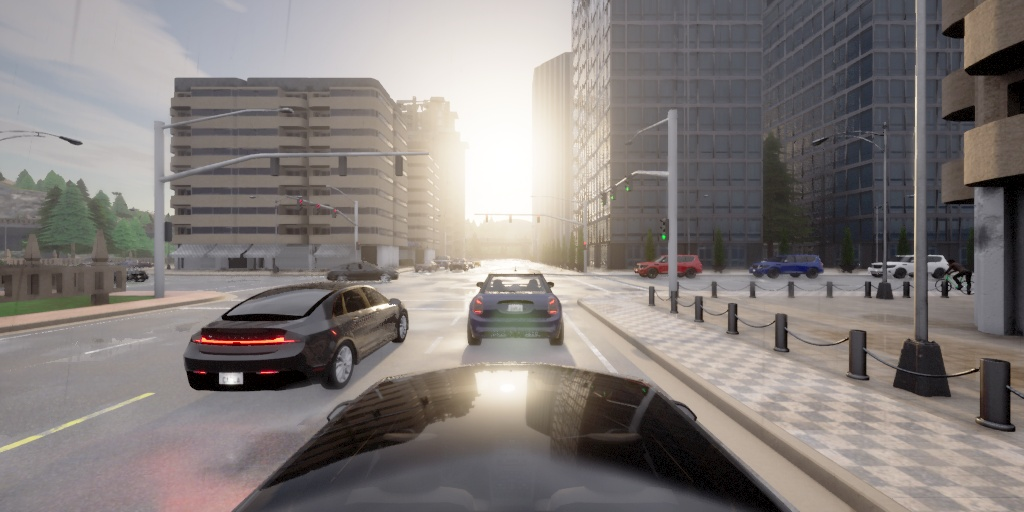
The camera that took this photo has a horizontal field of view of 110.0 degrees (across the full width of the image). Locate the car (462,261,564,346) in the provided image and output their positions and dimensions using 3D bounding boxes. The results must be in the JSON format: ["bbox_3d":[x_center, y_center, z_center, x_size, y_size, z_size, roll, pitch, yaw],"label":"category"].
[{"bbox_3d":[0.090,1.102,9.591,2.097,1.767,4.553,0,0,0],"label":"car"}]

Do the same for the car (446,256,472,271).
[{"bbox_3d":[-7.045,1.102,48.185,2.097,1.767,4.553,0,0,0],"label":"car"}]

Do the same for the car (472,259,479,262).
[{"bbox_3d":[-7.021,1.297,57.656,2.033,1.411,5.357,0,0,0],"label":"car"}]

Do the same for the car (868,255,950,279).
[{"bbox_3d":[34.671,0.916,31.384,5.566,2.045,2.150,0,0,0],"label":"car"}]

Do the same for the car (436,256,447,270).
[{"bbox_3d":[-10.535,0.971,54.308,2.150,2.045,5.566,0,0,0],"label":"car"}]

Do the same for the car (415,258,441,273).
[{"bbox_3d":[-10.590,1.276,44.602,1.812,1.442,4.674,0,0,1],"label":"car"}]

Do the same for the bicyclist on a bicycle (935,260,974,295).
[{"bbox_3d":[21.018,0.996,16.992,0.582,1.620,1.656,0,0,0],"label":"bicyclist on a bicycle"}]

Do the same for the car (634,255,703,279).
[{"bbox_3d":[13.706,0.917,31.524,5.566,2.045,2.150,0,0,0],"label":"car"}]

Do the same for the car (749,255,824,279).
[{"bbox_3d":[24.026,0.916,31.455,5.566,2.045,2.150,0,0,1],"label":"car"}]

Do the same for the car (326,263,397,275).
[{"bbox_3d":[-10.975,1.233,26.449,4.892,1.490,1.837,0,2,-23],"label":"car"}]

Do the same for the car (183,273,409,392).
[{"bbox_3d":[-3.427,1.255,6.819,1.837,1.490,4.892,0,0,0],"label":"car"}]

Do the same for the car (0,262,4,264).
[{"bbox_3d":[-42.656,1.295,28.426,4.718,1.301,1.895,0,0,25],"label":"car"}]

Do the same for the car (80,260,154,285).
[{"bbox_3d":[-28.207,1.201,25.020,4.892,1.490,1.837,0,0,5],"label":"car"}]
